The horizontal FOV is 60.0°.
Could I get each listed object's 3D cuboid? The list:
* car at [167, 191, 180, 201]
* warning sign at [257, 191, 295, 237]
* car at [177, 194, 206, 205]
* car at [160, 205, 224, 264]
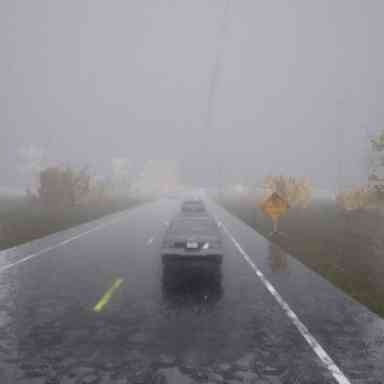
[{"bbox_3d":[-3.182,0.571,59.072,2.097,1.767,4.553,0,1,1],"label":"car"},{"bbox_3d":[3.554,0.924,14.227,1.300,1.860,1.060,-1,0,0],"label":"warning sign"},{"bbox_3d":[0.134,1.114,28.317,2.128,1.511,4.902,0,1,1],"label":"car"},{"bbox_3d":[0.036,1.397,11.183,2.033,1.411,5.357,0,1,1],"label":"car"}]
